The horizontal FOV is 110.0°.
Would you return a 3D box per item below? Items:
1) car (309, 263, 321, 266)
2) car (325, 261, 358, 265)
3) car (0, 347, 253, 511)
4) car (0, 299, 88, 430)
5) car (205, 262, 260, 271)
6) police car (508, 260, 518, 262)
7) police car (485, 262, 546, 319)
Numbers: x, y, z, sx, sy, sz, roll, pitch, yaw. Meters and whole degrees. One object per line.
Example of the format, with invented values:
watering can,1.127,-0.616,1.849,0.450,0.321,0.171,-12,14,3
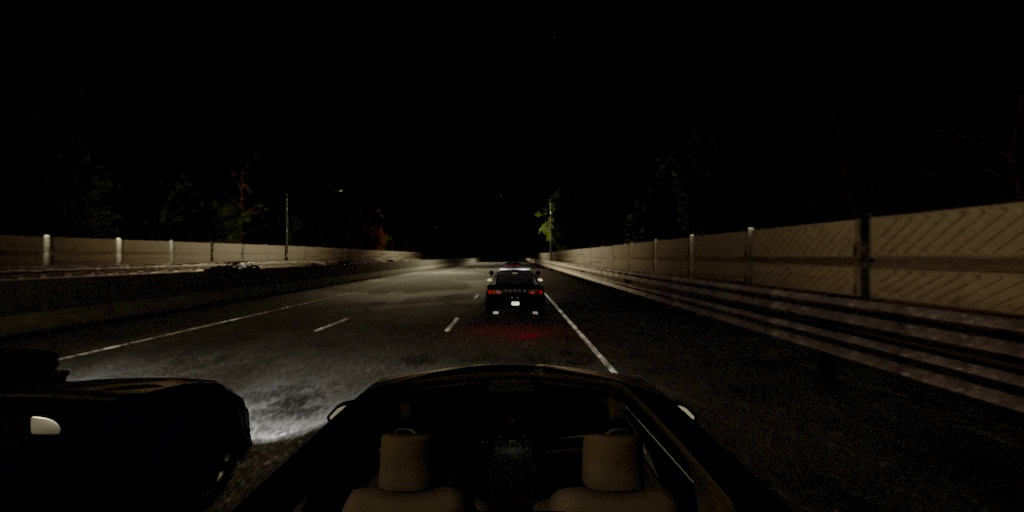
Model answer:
car,-21.018,1.360,38.266,1.895,1.301,4.718,0,0,1
car,-17.525,1.265,37.833,1.837,1.490,4.892,0,-1,1
car,-3.400,1.314,1.591,1.994,1.385,4.181,0,0,0
car,-6.899,1.298,2.290,2.033,1.411,5.357,0,0,0
car,-24.570,1.249,31.604,2.128,1.511,4.902,0,0,0
police car,0.109,1.264,44.032,2.038,1.542,4.974,0,0,0
police car,0.102,1.178,13.017,1.930,1.638,5.238,0,0,0
